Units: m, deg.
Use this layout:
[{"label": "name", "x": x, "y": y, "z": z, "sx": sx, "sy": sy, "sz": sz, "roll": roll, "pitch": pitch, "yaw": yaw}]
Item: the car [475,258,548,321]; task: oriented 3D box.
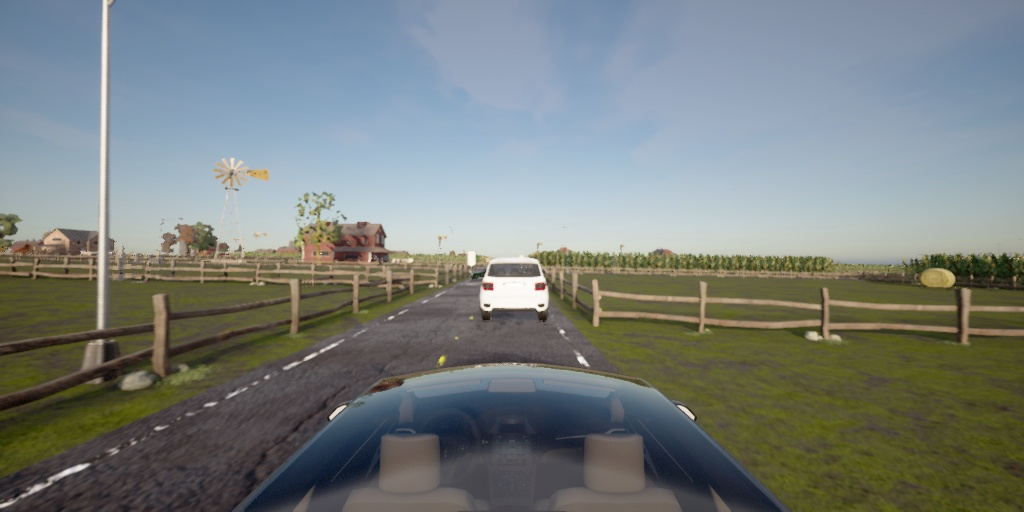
[{"label": "car", "x": 0.079, "y": 1.095, "z": 13.233, "sx": 2.150, "sy": 2.045, "sz": 5.566, "roll": 0, "pitch": -1, "yaw": 0}]

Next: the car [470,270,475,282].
[{"label": "car", "x": -2.842, "y": 1.705, "z": 34.091, "sx": 1.895, "sy": 1.301, "sz": 4.718, "roll": 0, "pitch": -1, "yaw": 0}]
